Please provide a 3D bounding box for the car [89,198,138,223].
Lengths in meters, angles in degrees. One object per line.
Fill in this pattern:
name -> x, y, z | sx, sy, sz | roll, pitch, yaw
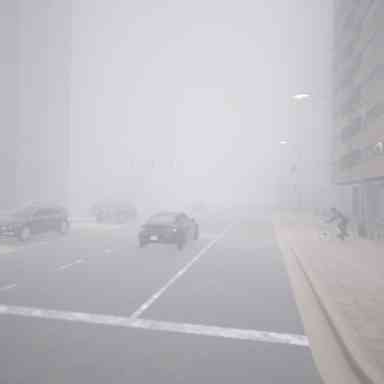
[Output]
car -> -5.793, 1.510, 26.100 | 1.837, 1.490, 4.892 | 1, 0, 12

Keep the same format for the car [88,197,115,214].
car -> -8.083, 1.332, 31.959 | 2.097, 1.767, 4.553 | 1, 0, 13

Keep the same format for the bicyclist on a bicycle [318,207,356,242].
bicyclist on a bicycle -> 6.705, 1.514, 15.403 | 1.656, 1.620, 0.582 | 1, 0, 12

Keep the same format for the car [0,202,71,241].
car -> -7.906, 1.439, 16.340 | 1.837, 1.490, 4.892 | 1, 0, 12

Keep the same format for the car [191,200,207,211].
car -> 0.906, 1.755, 43.710 | 1.994, 1.385, 4.181 | 1, 0, -1

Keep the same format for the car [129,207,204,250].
car -> -0.934, 1.589, 14.843 | 1.812, 1.442, 4.674 | 1, 0, 13
